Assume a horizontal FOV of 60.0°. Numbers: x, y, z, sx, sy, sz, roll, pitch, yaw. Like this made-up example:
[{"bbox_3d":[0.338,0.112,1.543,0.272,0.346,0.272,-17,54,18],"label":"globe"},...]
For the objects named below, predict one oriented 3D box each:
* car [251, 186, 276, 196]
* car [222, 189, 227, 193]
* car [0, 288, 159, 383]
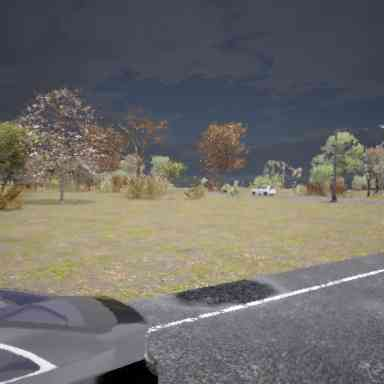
[{"bbox_3d":[14.797,-0.253,68.807,2.150,2.045,5.566,0,2,-34],"label":"car"},{"bbox_3d":[8.908,-0.300,77.419,1.895,1.301,4.718,0,1,-34],"label":"car"},{"bbox_3d":[-2.522,1.493,1.913,4.902,1.511,2.128,0,0,-36],"label":"car"}]
